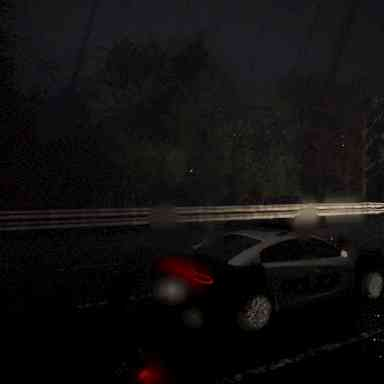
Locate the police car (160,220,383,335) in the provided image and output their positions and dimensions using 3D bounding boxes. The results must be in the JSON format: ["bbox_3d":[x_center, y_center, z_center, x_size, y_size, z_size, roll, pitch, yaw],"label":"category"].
[{"bbox_3d":[1.926,1.434,6.786,5.238,1.638,1.930,0,0,-29],"label":"police car"}]
